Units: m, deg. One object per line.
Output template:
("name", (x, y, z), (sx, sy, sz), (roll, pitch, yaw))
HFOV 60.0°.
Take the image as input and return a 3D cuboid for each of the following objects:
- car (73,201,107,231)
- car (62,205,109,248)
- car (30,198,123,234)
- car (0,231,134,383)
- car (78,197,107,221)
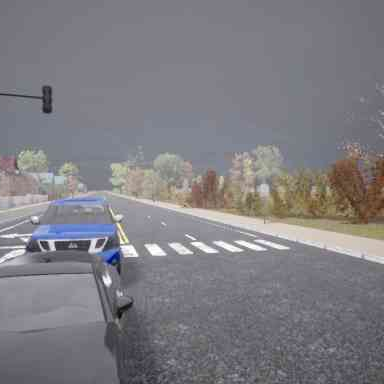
("car", (-6.600, 1.467, 21.795), (1.882, 1.535, 5.008), (0, 0, -15))
("car", (-5.025, 1.498, 16.052), (1.837, 1.490, 4.892), (0, 0, -15))
("car", (-3.360, 1.218, 9.982), (2.150, 2.045, 5.566), (0, 0, -15))
("car", (-1.713, 1.524, 3.895), (1.812, 1.442, 4.674), (0, 0, -13))
("car", (-8.167, 1.336, 27.527), (2.097, 1.767, 4.553), (0, 0, -15))
